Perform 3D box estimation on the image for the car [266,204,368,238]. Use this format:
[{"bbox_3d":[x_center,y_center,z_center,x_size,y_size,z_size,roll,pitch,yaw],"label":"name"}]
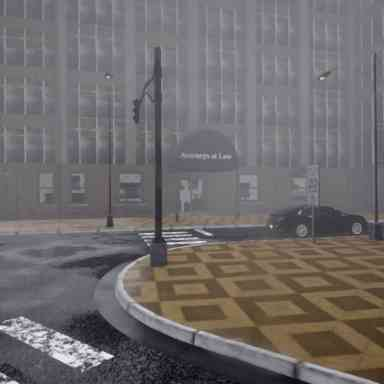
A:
[{"bbox_3d":[6.012,1.321,15.951,4.892,1.490,1.837,0,0,-14],"label":"car"}]
